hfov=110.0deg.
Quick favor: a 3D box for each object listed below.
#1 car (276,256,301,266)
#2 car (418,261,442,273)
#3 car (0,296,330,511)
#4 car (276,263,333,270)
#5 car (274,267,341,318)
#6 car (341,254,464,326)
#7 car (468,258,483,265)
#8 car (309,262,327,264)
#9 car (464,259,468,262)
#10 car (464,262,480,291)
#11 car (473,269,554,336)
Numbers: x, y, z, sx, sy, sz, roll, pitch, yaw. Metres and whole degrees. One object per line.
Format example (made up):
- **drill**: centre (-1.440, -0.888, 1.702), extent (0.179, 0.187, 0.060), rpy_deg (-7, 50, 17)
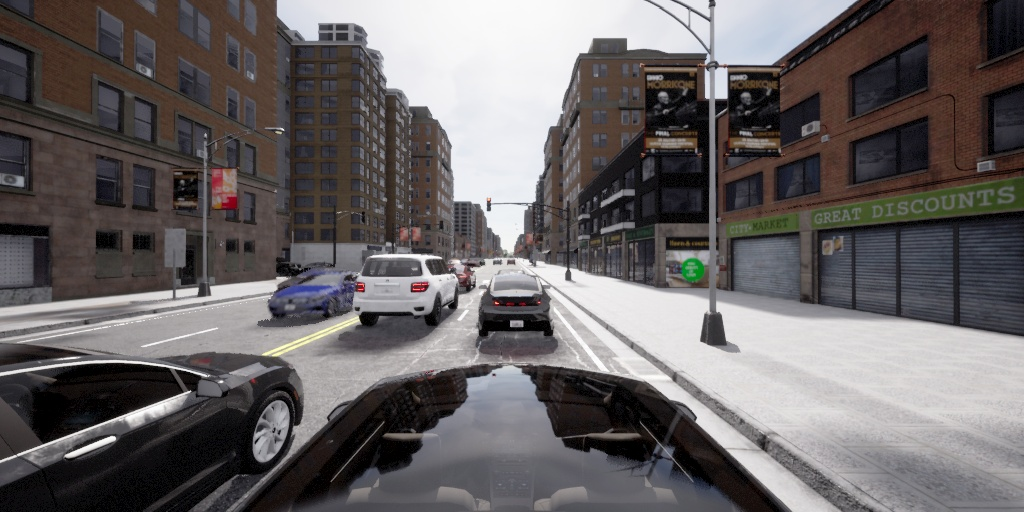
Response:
- **car**: centre (-23.555, 0.973, 35.212), extent (5.566, 2.045, 2.150), rpy_deg (0, 0, 0)
- **car**: centre (-9.934, 1.328, 43.900), extent (1.994, 1.385, 4.181), rpy_deg (0, 0, 0)
- **car**: centre (-3.153, 1.255, 1.903), extent (1.837, 1.490, 4.892), rpy_deg (0, 0, 0)
- **car**: centre (-9.886, 1.299, 18.818), extent (2.033, 1.411, 5.357), rpy_deg (0, 0, 0)
- **car**: centre (-6.625, 1.276, 13.022), extent (1.812, 1.442, 4.674), rpy_deg (0, 0, 0)
- **car**: centre (-3.173, 0.972, 11.856), extent (2.150, 2.045, 5.566), rpy_deg (0, 0, 1)
- **car**: centre (-6.697, 1.128, 61.102), extent (2.097, 1.767, 4.553), rpy_deg (0, 0, 0)
- **car**: centre (-22.227, 1.346, 40.689), extent (4.313, 1.339, 1.948), rpy_deg (0, 0, 0)
- **car**: centre (-6.679, 1.253, 41.289), extent (2.128, 1.511, 4.902), rpy_deg (0, 0, 0)
- **car**: centre (-3.248, 1.279, 21.556), extent (1.812, 1.442, 4.674), rpy_deg (0, 0, 0)
- **car**: centre (0.085, 1.256, 10.348), extent (1.837, 1.490, 4.892), rpy_deg (0, 0, 0)
